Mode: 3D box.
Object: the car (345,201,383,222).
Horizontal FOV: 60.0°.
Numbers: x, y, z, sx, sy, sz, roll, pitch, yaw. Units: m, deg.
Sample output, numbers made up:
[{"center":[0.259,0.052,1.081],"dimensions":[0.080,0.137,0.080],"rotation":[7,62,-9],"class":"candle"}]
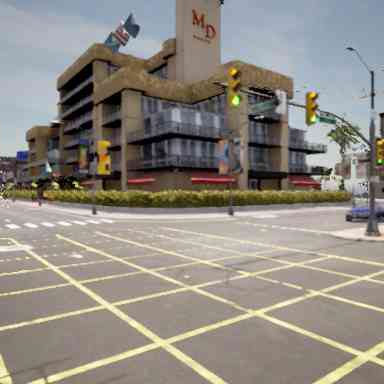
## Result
[{"center":[13.167,1.428,24.525],"dimensions":[4.674,1.442,1.812],"rotation":[0,0,-36],"class":"car"}]
